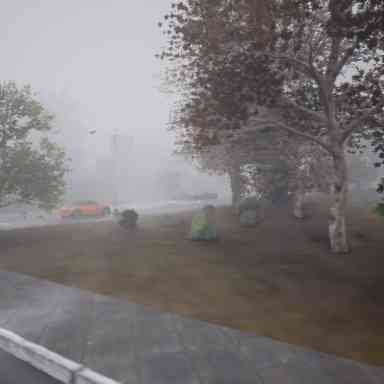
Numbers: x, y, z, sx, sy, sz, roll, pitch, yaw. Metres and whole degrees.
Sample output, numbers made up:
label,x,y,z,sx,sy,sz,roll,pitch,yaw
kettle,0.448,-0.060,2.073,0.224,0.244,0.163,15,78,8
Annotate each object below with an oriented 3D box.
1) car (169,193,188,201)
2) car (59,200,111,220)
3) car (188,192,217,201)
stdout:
label,x,y,z,sx,sy,sz,roll,pitch,yaw
car,-1.965,0.808,57.032,1.994,1.385,4.181,-1,2,39
car,-9.698,1.493,30.605,2.097,1.767,4.553,-1,1,39
car,2.216,0.637,56.608,2.033,1.411,5.357,-1,2,39
